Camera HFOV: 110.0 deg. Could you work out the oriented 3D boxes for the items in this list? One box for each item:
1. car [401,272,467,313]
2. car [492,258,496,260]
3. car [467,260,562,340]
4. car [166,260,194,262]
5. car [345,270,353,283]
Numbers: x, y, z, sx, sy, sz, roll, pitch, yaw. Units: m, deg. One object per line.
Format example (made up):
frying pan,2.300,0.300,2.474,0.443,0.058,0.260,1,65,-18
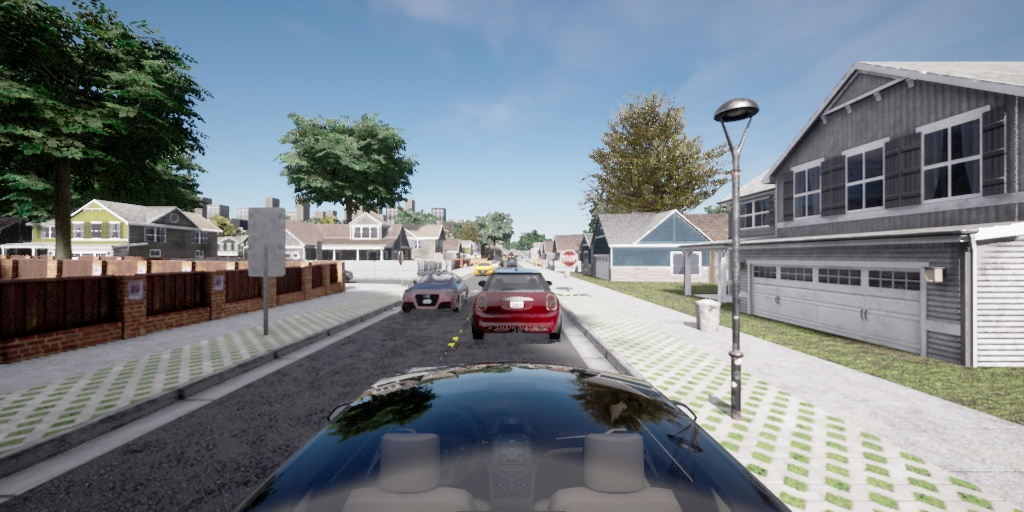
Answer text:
car,-2.850,1.339,14.033,1.994,1.385,4.181,0,0,0
car,-2.886,1.333,38.611,1.882,1.535,5.008,0,0,2
car,0.101,1.117,10.176,2.097,1.767,4.553,0,0,0
car,-22.903,1.037,25.076,4.902,1.511,2.128,1,0,0
car,-13.558,1.181,25.035,4.674,1.442,1.812,1,0,2
